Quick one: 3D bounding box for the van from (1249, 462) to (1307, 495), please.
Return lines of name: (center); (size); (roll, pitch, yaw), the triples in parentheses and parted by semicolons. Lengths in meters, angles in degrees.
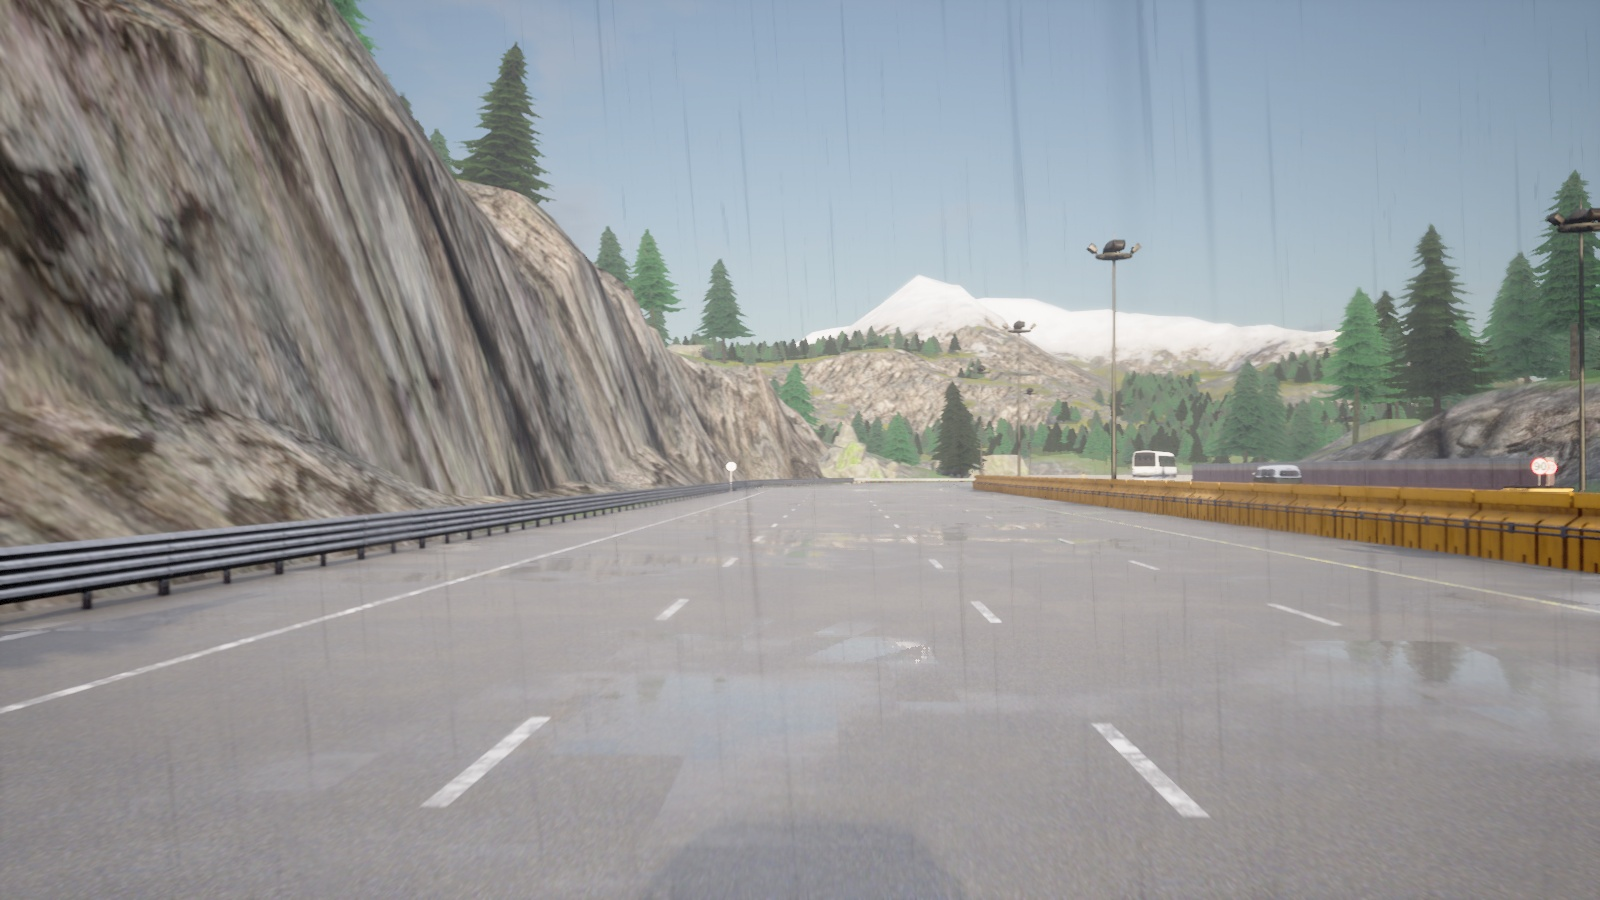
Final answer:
van: (30.337, 1.766, 79.842); (2.069, 2.038, 4.480); (0, -1, 1)
